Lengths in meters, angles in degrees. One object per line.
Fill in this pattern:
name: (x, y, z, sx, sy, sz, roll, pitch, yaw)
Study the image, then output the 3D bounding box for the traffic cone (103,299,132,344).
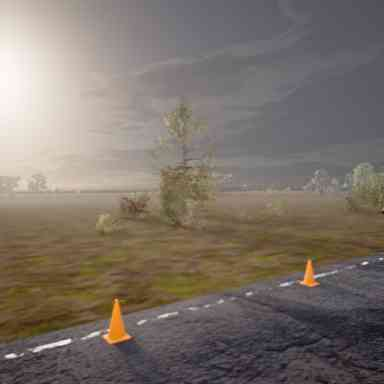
traffic cone: (-1.157, 1.952, 5.134, 0.340, 0.580, 0.340, 0, 0, -36)

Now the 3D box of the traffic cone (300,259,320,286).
traffic cone: (2.858, 1.932, 8.069, 0.340, 0.580, 0.340, 0, 0, -36)
